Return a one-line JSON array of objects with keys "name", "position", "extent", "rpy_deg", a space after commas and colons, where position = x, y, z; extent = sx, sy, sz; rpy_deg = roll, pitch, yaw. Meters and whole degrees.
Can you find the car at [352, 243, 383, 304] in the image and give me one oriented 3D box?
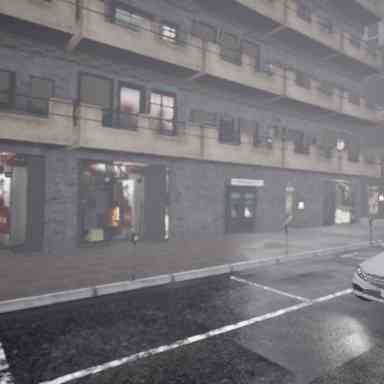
[{"name": "car", "position": [5.395, 1.571, 7.225], "extent": [4.674, 1.442, 1.812], "rpy_deg": [0, 0, -35]}]
